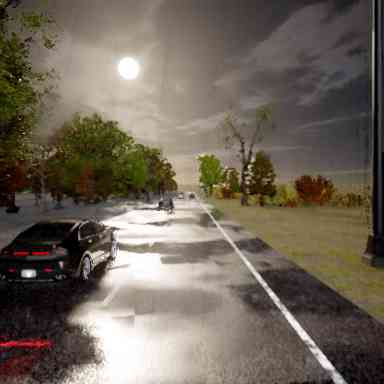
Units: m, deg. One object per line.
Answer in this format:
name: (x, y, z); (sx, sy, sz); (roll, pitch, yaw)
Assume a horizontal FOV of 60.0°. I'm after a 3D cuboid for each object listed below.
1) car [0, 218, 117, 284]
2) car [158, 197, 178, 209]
car: (-3.502, 1.501, 9.556); (1.837, 1.490, 4.892); (0, 0, 0)
car: (-3.503, 1.452, 45.478); (2.128, 1.511, 4.902); (0, 0, 0)
